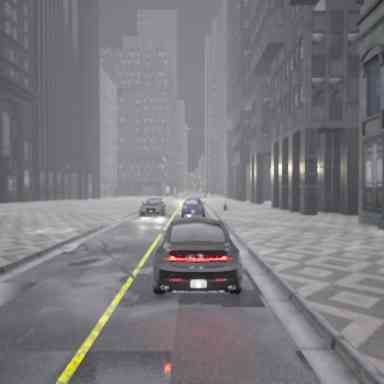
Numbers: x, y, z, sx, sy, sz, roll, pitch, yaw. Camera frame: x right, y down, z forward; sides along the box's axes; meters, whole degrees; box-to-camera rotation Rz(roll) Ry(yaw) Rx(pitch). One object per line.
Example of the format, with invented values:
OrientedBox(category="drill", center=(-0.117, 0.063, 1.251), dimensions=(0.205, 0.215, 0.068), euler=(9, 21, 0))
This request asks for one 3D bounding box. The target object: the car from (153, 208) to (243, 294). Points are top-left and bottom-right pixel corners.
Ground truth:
OrientedBox(category="car", center=(0.105, 1.396, 8.478), dimensions=(1.837, 1.490, 4.892), euler=(0, 1, 0))

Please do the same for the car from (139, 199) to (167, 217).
OrientedBox(category="car", center=(-3.099, 1.240, 27.123), dimensions=(1.994, 1.385, 4.181), euler=(0, 1, 0))

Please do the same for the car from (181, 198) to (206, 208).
OrientedBox(category="car", center=(0.100, 1.210, 26.323), dimensions=(1.812, 1.442, 4.674), euler=(0, 1, 0))
